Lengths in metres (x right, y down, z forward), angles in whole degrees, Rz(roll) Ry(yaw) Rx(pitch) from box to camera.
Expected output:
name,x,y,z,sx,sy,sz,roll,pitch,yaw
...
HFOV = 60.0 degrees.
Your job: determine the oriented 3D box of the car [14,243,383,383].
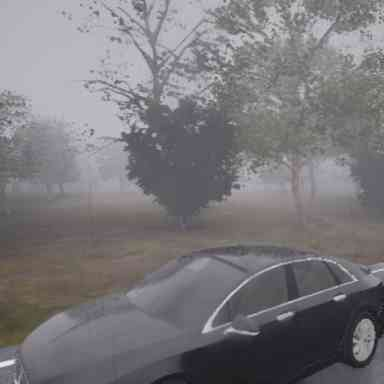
name,x,y,z,sx,sy,sz,roll,pitch,yaw
car,0.522,1.485,4.178,4.892,1.490,1.837,0,0,-34
